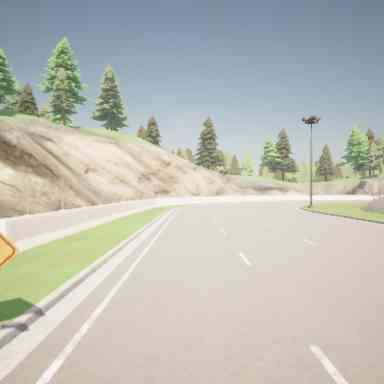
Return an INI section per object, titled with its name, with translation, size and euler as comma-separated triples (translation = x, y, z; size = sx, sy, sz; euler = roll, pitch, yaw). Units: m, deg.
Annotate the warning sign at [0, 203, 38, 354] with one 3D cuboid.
[warning sign]
translation = -3.050, 1.099, 4.655
size = 1.300, 1.860, 1.060
euler = 0, 0, 0
